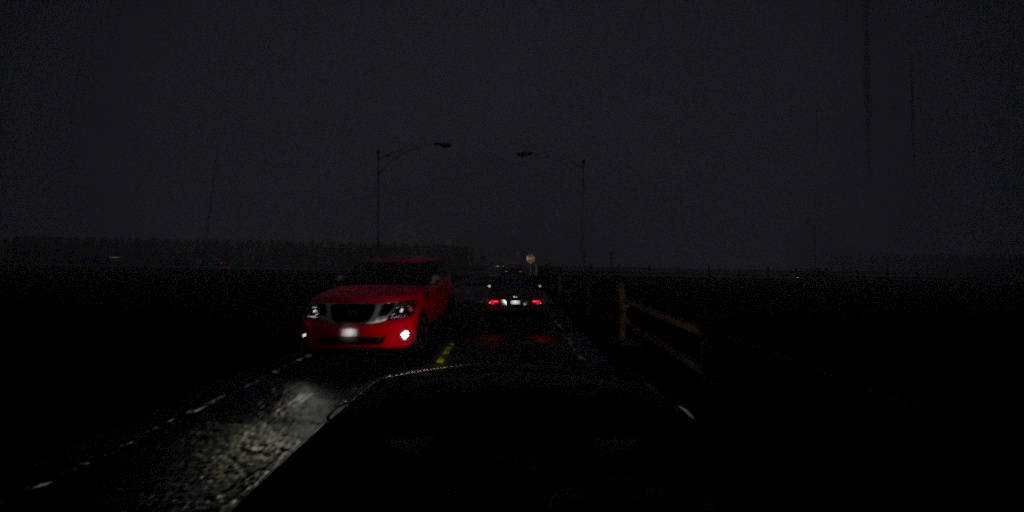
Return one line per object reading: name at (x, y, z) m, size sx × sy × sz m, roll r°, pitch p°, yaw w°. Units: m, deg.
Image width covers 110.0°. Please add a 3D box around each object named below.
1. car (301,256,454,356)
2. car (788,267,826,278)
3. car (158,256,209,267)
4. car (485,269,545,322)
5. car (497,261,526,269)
car at (-2.856, 1.006, 9.058) m, size 2.150 × 2.045 × 5.566 m, roll 0°, pitch 0°, yaw 0°
car at (41.413, 2.294, 50.170) m, size 4.674 × 1.442 × 1.812 m, roll 1°, pitch -1°, yaw 0°
car at (-43.466, 0.701, 47.043) m, size 4.902 × 1.511 × 2.128 m, roll 1°, pitch -1°, yaw 0°
car at (0.094, 1.350, 12.503) m, size 2.033 × 1.411 × 5.357 m, roll 0°, pitch 0°, yaw 0°
car at (0.085, 1.372, 28.771) m, size 2.128 × 1.511 × 4.902 m, roll 0°, pitch 0°, yaw 0°
